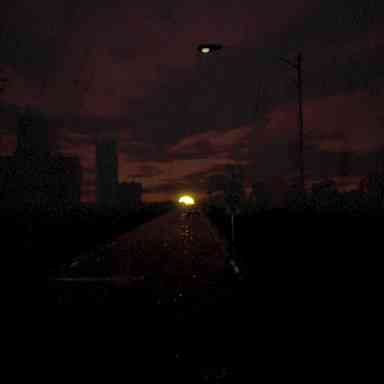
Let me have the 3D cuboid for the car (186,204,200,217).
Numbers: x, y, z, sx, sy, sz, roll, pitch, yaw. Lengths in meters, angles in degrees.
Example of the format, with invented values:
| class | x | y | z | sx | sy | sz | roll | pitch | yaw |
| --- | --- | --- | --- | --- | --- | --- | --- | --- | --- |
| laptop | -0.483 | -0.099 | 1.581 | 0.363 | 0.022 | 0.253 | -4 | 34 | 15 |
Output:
| class | x | y | z | sx | sy | sz | roll | pitch | yaw |
| --- | --- | --- | --- | --- | --- | --- | --- | --- | --- |
| car | 0.139 | 2.548 | 44.928 | 2.033 | 1.411 | 5.357 | -1 | -1 | 0 |

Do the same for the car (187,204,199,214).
| class | x | y | z | sx | sy | sz | roll | pitch | yaw |
| --- | --- | --- | --- | --- | --- | --- | --- | --- | --- |
| car | 0.175 | 2.754 | 55.348 | 1.837 | 1.490 | 4.892 | -1 | -1 | 0 |
